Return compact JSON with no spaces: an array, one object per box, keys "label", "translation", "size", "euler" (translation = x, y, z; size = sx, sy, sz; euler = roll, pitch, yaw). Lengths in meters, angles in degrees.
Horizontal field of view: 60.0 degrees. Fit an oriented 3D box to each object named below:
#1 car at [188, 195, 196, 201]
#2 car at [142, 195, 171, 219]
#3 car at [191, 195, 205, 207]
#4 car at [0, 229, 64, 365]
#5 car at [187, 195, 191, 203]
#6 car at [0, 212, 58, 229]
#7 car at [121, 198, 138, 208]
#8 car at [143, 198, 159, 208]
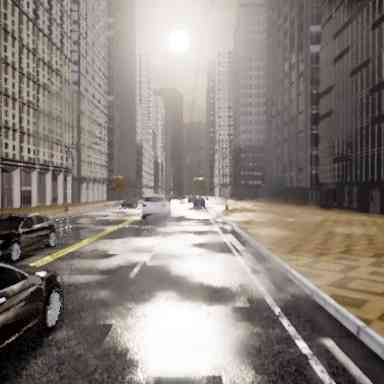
[{"label":"car","translation":[0.029,1.607,89.824],"size":[1.994,1.385,4.181],"euler":[0,0,0]},{"label":"car","translation":[-3.141,1.301,30.096],"size":[2.150,2.045,5.566],"euler":[0,0,0]},{"label":"car","translation":[1.154,1.619,53.313],"size":[1.882,1.535,5.008],"euler":[0,0,0]},{"label":"car","translation":[-3.150,1.517,3.924],"size":[1.837,1.490,4.892],"euler":[0,0,0]},{"label":"car","translation":[0.023,1.621,72.616],"size":[1.812,1.442,4.674],"euler":[0,0,0]},{"label":"car","translation":[-6.594,1.538,12.226],"size":[1.837,1.490,4.892],"euler":[0,0,0]},{"label":"car","translation":[-9.787,1.686,52.391],"size":[2.033,1.411,5.357],"euler":[0,0,1]},{"label":"car","translation":[-6.540,1.704,53.013],"size":[1.994,1.385,4.181],"euler":[0,0,1]}]
